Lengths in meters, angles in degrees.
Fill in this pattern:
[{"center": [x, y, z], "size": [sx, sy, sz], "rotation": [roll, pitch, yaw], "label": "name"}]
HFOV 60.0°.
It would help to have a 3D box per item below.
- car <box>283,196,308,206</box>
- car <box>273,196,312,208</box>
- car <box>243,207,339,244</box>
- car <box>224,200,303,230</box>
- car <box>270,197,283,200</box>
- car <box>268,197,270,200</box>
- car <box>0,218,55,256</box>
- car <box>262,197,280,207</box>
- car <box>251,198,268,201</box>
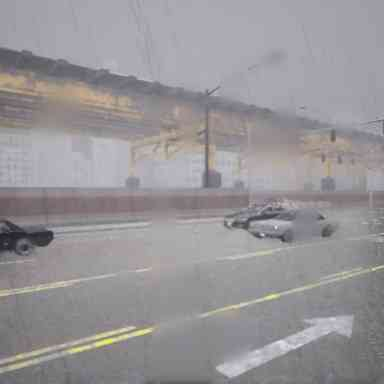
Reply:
[{"center": [14.310, 1.255, 47.567], "size": [4.536, 1.218, 1.853], "rotation": [0, 0, -7], "label": "car"}, {"center": [14.361, 1.413, 47.573], "size": [4.974, 1.542, 2.038], "rotation": [0, 0, -7], "label": "car"}, {"center": [4.943, 1.588, 16.023], "size": [4.718, 1.301, 1.895], "rotation": [0, 0, -35], "label": "car"}, {"center": [4.059, 1.477, 19.675], "size": [4.902, 1.511, 2.128], "rotation": [0, 0, -35], "label": "car"}, {"center": [10.451, 1.418, 43.813], "size": [2.038, 1.542, 4.974], "rotation": [0, 0, 18], "label": "car"}, {"center": [6.707, 1.422, 41.128], "size": [4.974, 1.542, 2.038], "rotation": [0, 0, 8], "label": "car"}, {"center": [-7.455, 1.600, 11.547], "size": [4.718, 1.301, 1.895], "rotation": [0, 0, -35], "label": "car"}, {"center": [10.467, 1.260, 43.863], "size": [1.853, 1.218, 4.536], "rotation": [0, 0, 18], "label": "car"}, {"center": [6.655, 1.265, 41.135], "size": [4.536, 1.218, 1.853], "rotation": [0, 0, 8], "label": "car"}]
